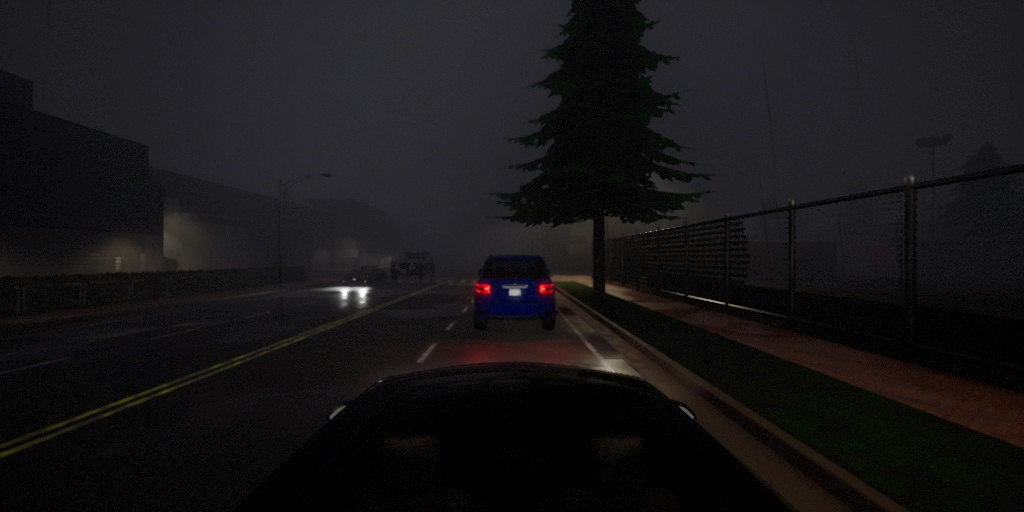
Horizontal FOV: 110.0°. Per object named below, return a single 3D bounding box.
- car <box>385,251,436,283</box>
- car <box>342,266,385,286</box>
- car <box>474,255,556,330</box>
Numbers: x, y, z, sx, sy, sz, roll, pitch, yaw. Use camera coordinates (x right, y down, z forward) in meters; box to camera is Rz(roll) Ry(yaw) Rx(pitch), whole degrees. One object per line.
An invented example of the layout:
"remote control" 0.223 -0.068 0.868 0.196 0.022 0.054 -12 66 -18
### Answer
"car" -7.057 0.658 26.120 2.150 2.045 5.566 0 0 0
"car" -10.559 1.387 25.988 1.994 1.385 4.181 0 0 0
"car" 0.072 0.996 11.333 2.150 2.045 5.566 0 0 0
